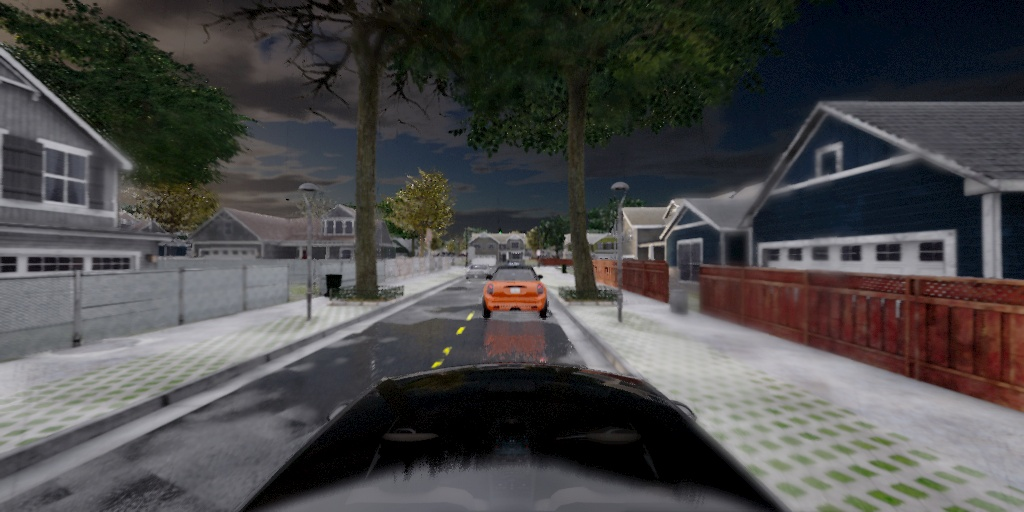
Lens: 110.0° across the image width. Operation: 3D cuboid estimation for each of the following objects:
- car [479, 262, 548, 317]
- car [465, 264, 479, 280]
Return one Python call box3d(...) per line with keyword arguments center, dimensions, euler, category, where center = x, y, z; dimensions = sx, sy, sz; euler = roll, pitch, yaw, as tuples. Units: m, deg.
box3d(center=(0.104, 1.100, 13.331), dimensions=(2.097, 1.767, 4.553), euler=(0, 0, 0), category="car")
box3d(center=(-2.836, 1.343, 30.530), dimensions=(1.895, 1.301, 4.718), euler=(0, 0, 0), category="car")
